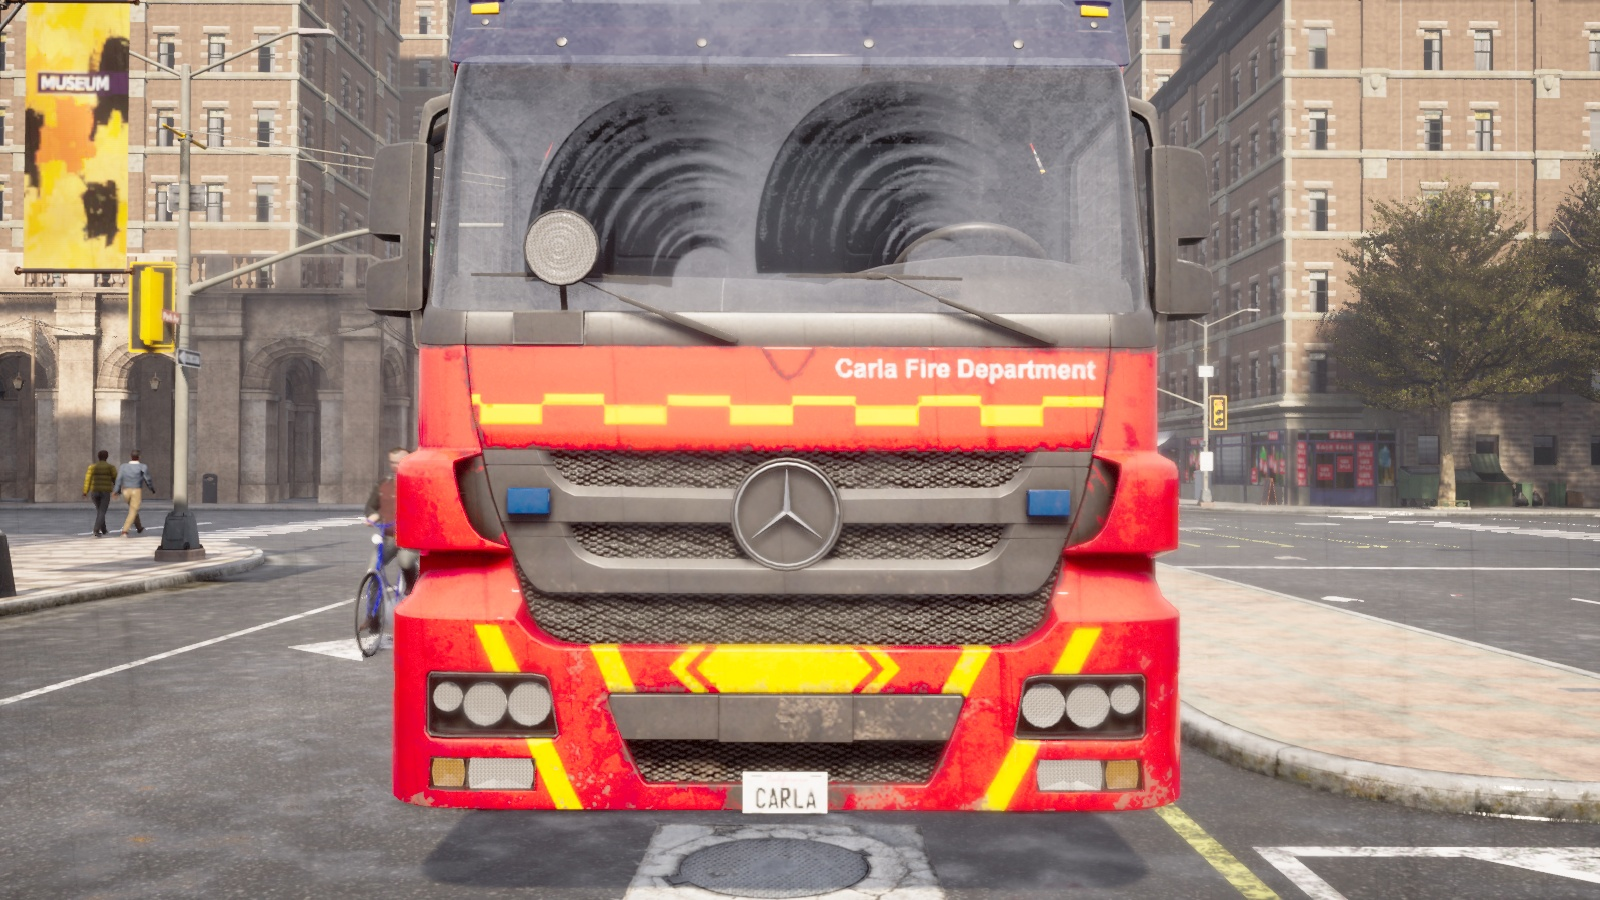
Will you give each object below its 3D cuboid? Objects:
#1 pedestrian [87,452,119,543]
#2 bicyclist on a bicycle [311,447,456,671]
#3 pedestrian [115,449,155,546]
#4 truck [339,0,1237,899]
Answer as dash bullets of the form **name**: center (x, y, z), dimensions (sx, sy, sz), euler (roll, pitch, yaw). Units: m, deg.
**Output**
- **pedestrian**: center (-14.217, 0.963, 25.618), dimensions (0.370, 1.835, 0.726), euler (0, -1, -13)
- **bicyclist on a bicycle**: center (-3.565, 0.882, 10.912), dimensions (0.659, 1.776, 1.843), euler (0, -1, 0)
- **pedestrian**: center (-13.497, 0.952, 25.497), dimensions (0.423, 1.949, 0.788), euler (0, -1, -3)
- **truck**: center (-0.054, -0.211, 8.305), dimensions (2.891, 3.827, 8.468), euler (0, -1, 0)
